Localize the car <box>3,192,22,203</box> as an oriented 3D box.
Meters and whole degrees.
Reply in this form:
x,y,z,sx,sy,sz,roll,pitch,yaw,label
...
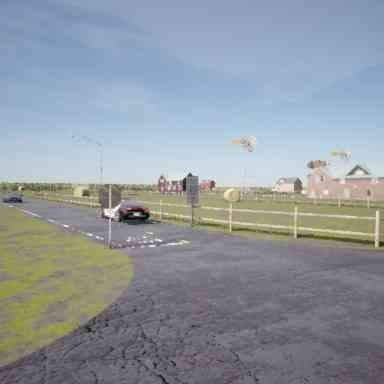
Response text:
x,y,z,sx,sy,sz,roll,pitch,yaw,label
-24.673,0.746,45.651,1.994,1.385,4.181,1,1,-36,car

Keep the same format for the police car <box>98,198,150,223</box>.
x,y,z,sx,sy,sz,roll,pitch,yaw,label
-4.834,1.208,22.727,2.038,1.542,4.974,1,0,-36,police car
